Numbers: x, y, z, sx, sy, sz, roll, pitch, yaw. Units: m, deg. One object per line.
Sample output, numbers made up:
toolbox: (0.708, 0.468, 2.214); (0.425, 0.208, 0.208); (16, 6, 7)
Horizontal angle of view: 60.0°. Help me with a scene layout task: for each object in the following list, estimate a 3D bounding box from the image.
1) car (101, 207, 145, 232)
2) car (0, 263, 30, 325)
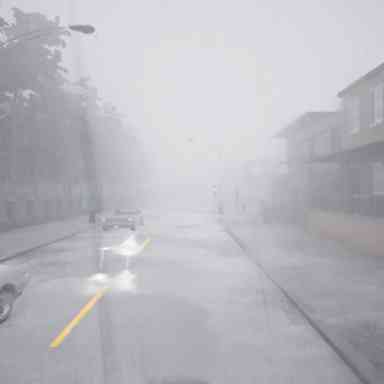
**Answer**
car: (-4.149, 1.611, 20.523); (1.895, 1.301, 4.718); (0, 0, 0)
car: (-4.111, 1.610, 4.328); (1.895, 1.301, 4.718); (0, 0, 0)
